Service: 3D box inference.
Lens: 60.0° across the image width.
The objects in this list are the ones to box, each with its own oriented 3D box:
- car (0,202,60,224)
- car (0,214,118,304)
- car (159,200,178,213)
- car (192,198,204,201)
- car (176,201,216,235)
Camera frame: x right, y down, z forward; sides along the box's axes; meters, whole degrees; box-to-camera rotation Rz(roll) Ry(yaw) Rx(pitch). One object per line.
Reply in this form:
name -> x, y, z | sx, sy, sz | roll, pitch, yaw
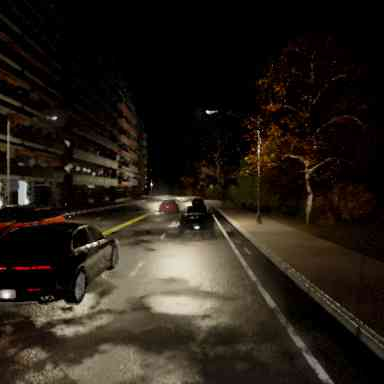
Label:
car -> -6.513, 1.325, 12.717 | 2.097, 1.767, 4.553 | 0, 0, 1
car -> -3.131, 1.492, 8.083 | 1.837, 1.490, 4.892 | 0, 0, 1
car -> -2.607, 1.582, 37.864 | 1.994, 1.385, 4.181 | 0, 0, 1
car -> 0.923, 1.619, 52.706 | 1.994, 1.385, 4.181 | 0, 0, 1
car -> 0.286, 1.519, 19.021 | 1.837, 1.490, 4.892 | 0, 0, 1
